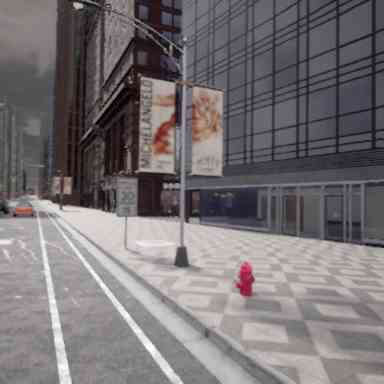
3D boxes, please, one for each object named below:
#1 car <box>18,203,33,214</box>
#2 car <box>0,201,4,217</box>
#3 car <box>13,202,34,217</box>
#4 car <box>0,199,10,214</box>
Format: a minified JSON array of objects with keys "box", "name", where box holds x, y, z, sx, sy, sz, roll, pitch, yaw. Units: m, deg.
[{"box":[-24.193,2.356,48.483,1.837,1.490,4.892,2,-2,-25],"name":"car"},{"box":[-21.939,2.062,36.106,1.837,1.490,4.892,2,-2,-25],"name":"car"},{"box":[-20.224,2.044,40.086,2.097,1.767,4.553,2,-2,-25],"name":"car"},{"box":[-26.408,1.957,45.556,2.150,2.045,5.566,2,-2,-24],"name":"car"}]
